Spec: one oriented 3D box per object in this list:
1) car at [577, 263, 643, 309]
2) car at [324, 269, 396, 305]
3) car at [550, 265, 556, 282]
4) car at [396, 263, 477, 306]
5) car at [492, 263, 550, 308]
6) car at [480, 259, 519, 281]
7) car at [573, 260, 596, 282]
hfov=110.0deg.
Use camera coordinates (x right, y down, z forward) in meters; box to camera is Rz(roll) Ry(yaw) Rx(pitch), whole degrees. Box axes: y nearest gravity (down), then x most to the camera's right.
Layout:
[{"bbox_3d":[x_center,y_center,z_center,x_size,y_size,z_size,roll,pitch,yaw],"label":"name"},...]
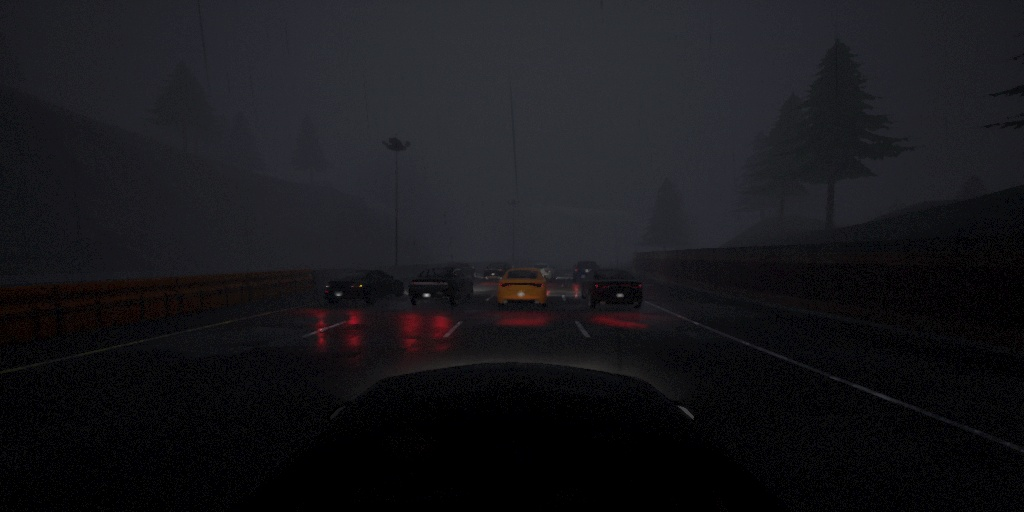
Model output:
[{"bbox_3d":[4.027,1.232,15.074,1.882,1.535,5.008,0,0,5],"label":"car"},{"bbox_3d":[-6.431,1.280,16.013,1.812,1.442,4.674,0,0,5],"label":"car"},{"bbox_3d":[2.466,1.280,28.997,1.812,1.442,4.674,0,0,11],"label":"car"},{"bbox_3d":[-2.945,1.242,15.700,2.128,1.511,4.902,0,0,5],"label":"car"},{"bbox_3d":[0.541,1.232,15.387,1.882,1.535,5.008,0,0,5],"label":"car"},{"bbox_3d":[-0.970,1.232,29.663,1.882,1.535,5.008,0,0,11],"label":"car"},{"bbox_3d":[5.896,1.114,28.302,2.097,1.767,4.553,0,0,11],"label":"car"}]
